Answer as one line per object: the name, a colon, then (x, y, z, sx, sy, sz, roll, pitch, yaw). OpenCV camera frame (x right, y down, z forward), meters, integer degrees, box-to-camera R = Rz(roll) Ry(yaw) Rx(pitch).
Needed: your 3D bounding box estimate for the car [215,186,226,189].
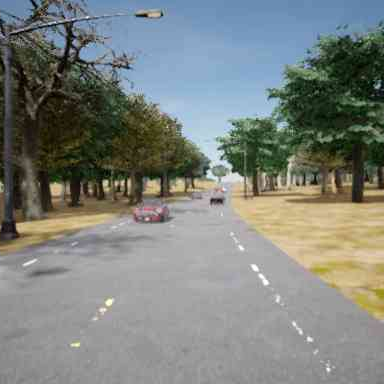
car: (6.790, -0.035, 83.688, 2.150, 2.045, 5.566, 0, 2, 7)

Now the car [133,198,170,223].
car: (-2.911, 1.243, 24.640, 2.097, 1.767, 4.553, 0, 0, 3)

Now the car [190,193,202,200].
car: (0.920, 0.821, 65.581, 1.994, 1.385, 4.181, 0, 1, 8)

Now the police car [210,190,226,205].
police car: (3.664, 1.017, 49.964, 1.930, 1.638, 5.238, 0, 1, 6)
